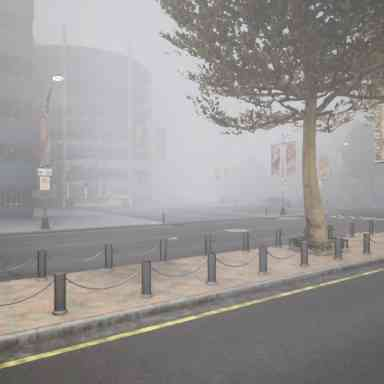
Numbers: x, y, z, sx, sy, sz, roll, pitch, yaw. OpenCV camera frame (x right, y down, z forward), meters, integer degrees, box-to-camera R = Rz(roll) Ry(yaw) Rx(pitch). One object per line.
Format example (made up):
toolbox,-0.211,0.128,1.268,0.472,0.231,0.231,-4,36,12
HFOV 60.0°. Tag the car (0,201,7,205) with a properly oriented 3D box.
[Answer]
car,-20.489,1.320,32.171,4.674,1.452,2.002,0,0,-34

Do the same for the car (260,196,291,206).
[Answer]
car,14.448,1.478,56.264,1.882,1.535,5.008,0,0,-34

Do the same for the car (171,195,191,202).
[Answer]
car,-2.564,1.525,76.939,4.902,1.511,2.128,0,0,35

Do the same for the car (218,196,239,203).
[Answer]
car,7.367,1.478,66.894,1.882,1.535,5.008,0,0,-34

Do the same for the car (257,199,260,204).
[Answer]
car,14.476,1.601,62.842,1.895,1.301,4.718,0,0,-34
